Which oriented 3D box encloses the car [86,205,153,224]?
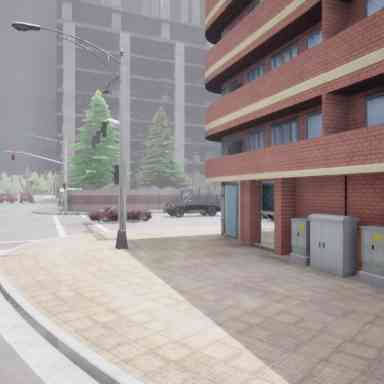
[{"bbox_3d":[-5.391,1.658,24.954,4.718,1.301,1.895,0,0,-22],"label":"car"}]

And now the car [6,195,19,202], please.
[{"bbox_3d":[-42.153,1.540,78.223,2.033,1.411,5.357,0,0,-23],"label":"car"}]

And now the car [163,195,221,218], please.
[{"bbox_3d":[0.117,1.277,31.313,5.566,2.045,2.150,0,0,-23],"label":"car"}]

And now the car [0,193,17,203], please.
[{"bbox_3d":[-38.004,1.225,68.432,2.150,2.045,5.566,0,0,-23],"label":"car"}]

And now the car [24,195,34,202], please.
[{"bbox_3d":[-38.768,1.524,79.205,1.812,1.442,4.674,0,0,-23],"label":"car"}]

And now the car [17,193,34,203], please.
[{"bbox_3d":[-34.638,1.225,69.458,2.150,2.045,5.566,0,0,-23],"label":"car"}]
